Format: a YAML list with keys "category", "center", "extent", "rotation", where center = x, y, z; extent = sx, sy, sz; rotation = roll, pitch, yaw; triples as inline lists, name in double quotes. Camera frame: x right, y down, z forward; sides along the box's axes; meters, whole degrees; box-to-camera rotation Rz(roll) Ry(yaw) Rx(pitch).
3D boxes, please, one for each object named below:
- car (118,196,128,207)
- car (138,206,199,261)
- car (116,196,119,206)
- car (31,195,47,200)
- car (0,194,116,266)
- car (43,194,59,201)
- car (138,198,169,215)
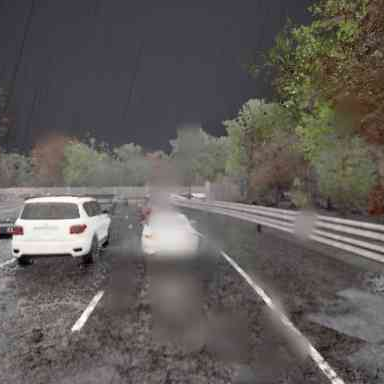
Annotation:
- category: "car"
  center: [-10.106, 1.294, 45.790]
  extent: [2.128, 1.511, 4.902]
  rotation: [0, 0, -24]
- category: "car"
  center: [-0.843, 1.462, 11.994]
  extent: [1.812, 1.442, 4.674]
  rotation: [0, 0, -6]
- category: "car"
  center: [-8.654, 1.361, 32.393]
  extent: [2.128, 1.511, 4.902]
  rotation: [0, 0, -17]
- category: "car"
  center: [-39.289, 1.314, 85.318]
  extent: [4.718, 1.301, 1.895]
  rotation: [0, 0, 38]
- category: "car"
  center: [-4.202, 1.181, 11.590]
  extent: [2.150, 2.045, 5.566]
  rotation: [0, 0, -6]
- category: "car"
  center: [-34.215, 1.277, 80.607]
  extent: [4.674, 1.442, 1.812]
  rotation: [0, 0, 44]
- category: "car"
  center: [-2.694, 1.234, 23.789]
  extent: [2.097, 1.767, 4.553]
  rotation: [0, 0, -12]
